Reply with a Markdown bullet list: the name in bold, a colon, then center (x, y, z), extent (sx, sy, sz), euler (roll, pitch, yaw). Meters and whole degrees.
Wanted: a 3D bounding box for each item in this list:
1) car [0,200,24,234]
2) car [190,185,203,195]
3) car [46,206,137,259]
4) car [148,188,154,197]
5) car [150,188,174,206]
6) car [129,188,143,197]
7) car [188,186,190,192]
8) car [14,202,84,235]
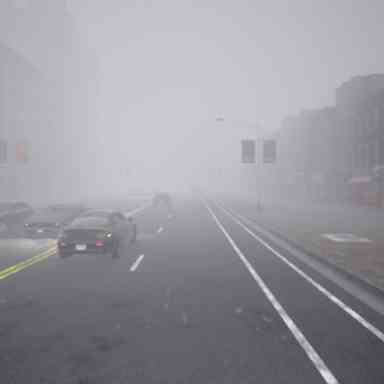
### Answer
- **car**: center (-9.854, 1.219, 17.284), extent (1.837, 1.490, 4.892), euler (0, 1, 0)
- **car**: center (1.114, -0.315, 64.307), extent (2.097, 1.767, 4.553), euler (0, 2, 0)
- **car**: center (-3.158, 1.353, 11.749), extent (1.812, 1.442, 4.674), euler (0, 1, 0)
- **car**: center (-6.559, 0.010, 58.773), extent (1.837, 1.490, 4.892), euler (0, 2, 1)
- **car**: center (-3.163, 0.690, 36.471), extent (1.837, 1.490, 4.892), euler (0, 2, 0)
- **car**: center (-9.809, -0.017, 58.780), extent (1.882, 1.535, 5.008), euler (0, 2, 0)
- **car**: center (-0.030, -0.867, 83.134), extent (1.837, 1.490, 4.892), euler (0, 2, 0)
- **car**: center (-6.606, 1.265, 17.129), extent (2.033, 1.411, 5.357), euler (0, 1, 0)
